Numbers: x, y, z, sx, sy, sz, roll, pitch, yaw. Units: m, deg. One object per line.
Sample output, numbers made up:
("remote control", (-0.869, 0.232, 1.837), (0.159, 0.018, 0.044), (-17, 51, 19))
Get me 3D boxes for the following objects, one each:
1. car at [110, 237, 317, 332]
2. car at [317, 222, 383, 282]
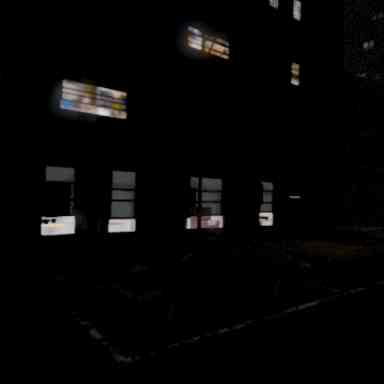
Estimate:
("car", (0.450, 1.626, 6.864), (4.206, 1.307, 1.802), (1, 1, -35))
("car", (4.940, 1.626, 10.066), (4.829, 1.417, 1.752), (1, 1, -35))
